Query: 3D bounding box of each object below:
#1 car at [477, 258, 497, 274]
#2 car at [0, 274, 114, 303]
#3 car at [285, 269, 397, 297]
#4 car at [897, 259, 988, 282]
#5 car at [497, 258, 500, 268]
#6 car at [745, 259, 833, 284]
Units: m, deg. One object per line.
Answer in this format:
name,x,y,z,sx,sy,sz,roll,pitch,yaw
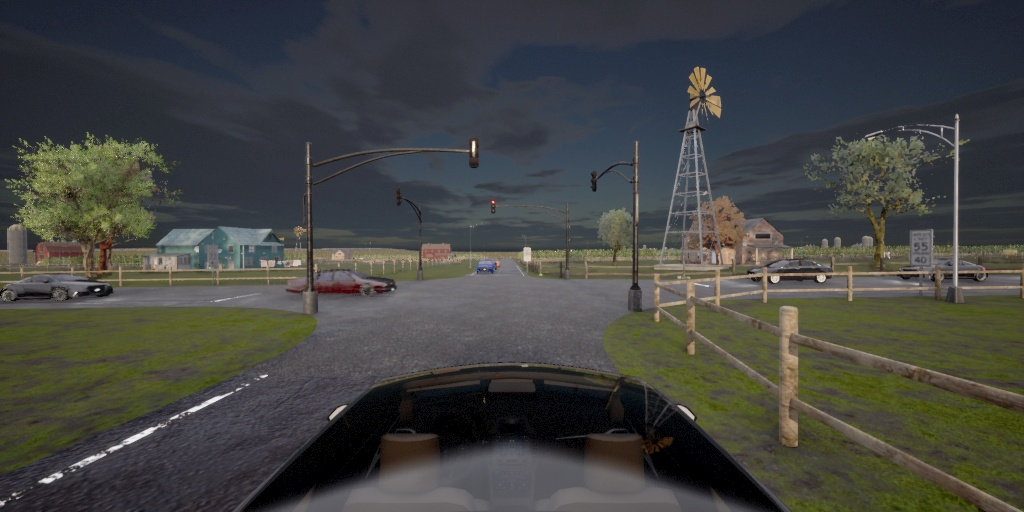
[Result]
car,-3.047,1.222,42.003,1.882,1.535,5.008,0,0,-1
car,-24.114,1.651,19.112,4.181,1.385,1.994,-1,1,0
car,-9.056,1.429,19.179,5.357,1.411,2.033,-1,1,0
car,27.545,0.886,23.045,4.181,1.385,1.994,-1,1,0
car,-3.121,1.293,52.357,2.033,1.411,5.357,0,0,-1
car,17.686,0.957,23.003,4.892,1.490,1.837,-1,1,0
